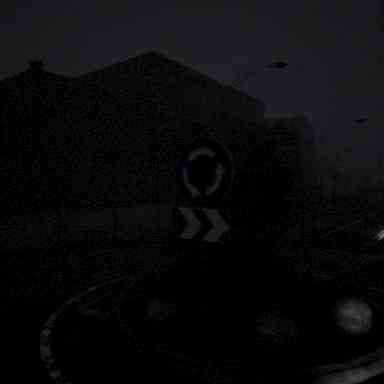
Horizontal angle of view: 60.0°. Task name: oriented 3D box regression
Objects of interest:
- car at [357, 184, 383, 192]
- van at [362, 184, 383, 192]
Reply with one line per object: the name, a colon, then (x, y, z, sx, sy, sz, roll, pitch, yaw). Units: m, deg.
car: (42.203, -0.936, 78.728, 5.566, 2.045, 2.435, 1, 2, 37)
van: (43.985, -0.958, 80.863, 4.442, 1.987, 1.878, 1, 2, 37)
